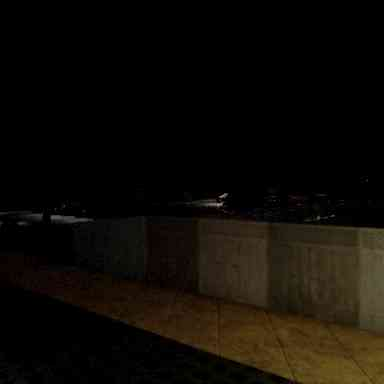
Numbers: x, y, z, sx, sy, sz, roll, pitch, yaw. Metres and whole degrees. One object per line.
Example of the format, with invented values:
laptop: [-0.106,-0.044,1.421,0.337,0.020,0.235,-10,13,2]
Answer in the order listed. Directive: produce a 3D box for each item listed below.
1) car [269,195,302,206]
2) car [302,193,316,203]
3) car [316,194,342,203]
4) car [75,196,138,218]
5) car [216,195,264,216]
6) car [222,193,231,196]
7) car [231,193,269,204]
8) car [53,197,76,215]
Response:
car: [11.991,1.093,43.744,2.033,1.411,5.357,3,3,41]
car: [18.150,0.957,51.056,1.812,1.442,4.674,3,3,40]
car: [20.349,1.085,48.491,1.837,1.490,4.892,3,3,40]
car: [-6.593,1.198,27.139,1.837,1.490,4.892,3,3,40]
car: [4.493,1.371,29.850,1.837,1.490,4.892,3,3,40]
car: [5.149,0.862,45.899,1.994,1.385,4.181,3,3,41]
car: [7.727,0.911,43.913,1.882,1.535,5.008,3,2,41]
car: [-9.512,1.090,28.693,1.812,1.442,4.674,3,3,40]
